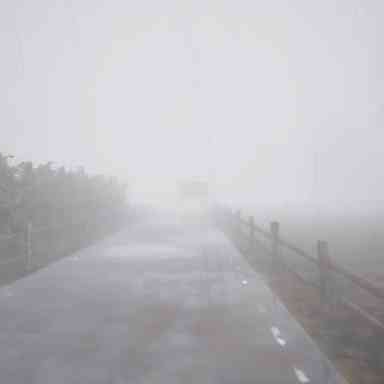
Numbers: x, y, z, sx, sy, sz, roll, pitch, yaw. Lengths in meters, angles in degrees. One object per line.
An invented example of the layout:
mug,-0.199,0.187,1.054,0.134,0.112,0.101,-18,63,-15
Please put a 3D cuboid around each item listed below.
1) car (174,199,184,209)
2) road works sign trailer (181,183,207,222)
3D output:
car,-2.724,2.504,71.768,2.150,2.045,5.566,0,-1,0
road works sign trailer,0.185,0.869,30.961,2.380,3.560,2.880,0,-1,-2
